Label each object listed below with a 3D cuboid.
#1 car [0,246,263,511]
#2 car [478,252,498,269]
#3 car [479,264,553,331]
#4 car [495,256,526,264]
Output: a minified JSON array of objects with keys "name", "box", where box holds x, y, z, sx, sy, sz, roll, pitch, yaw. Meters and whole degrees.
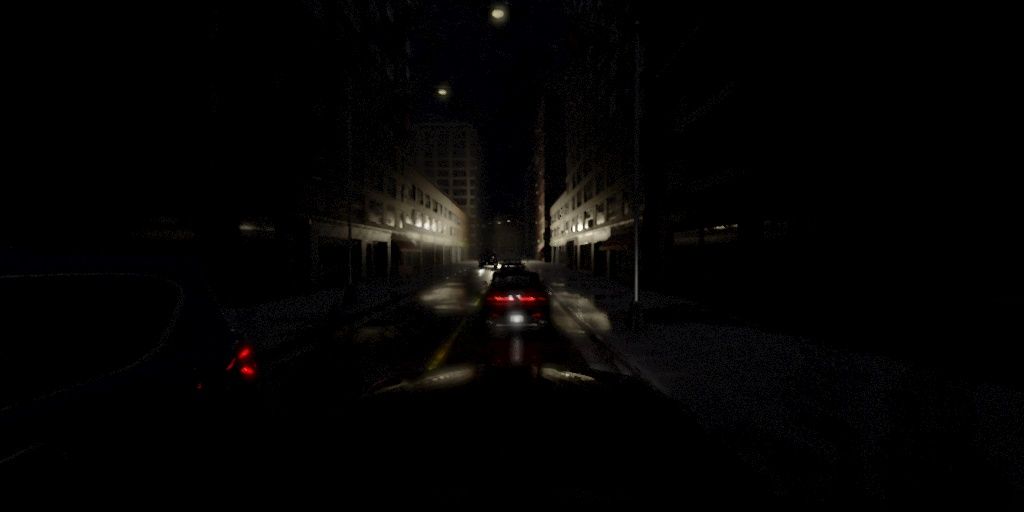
[{"name":"car","box":[-2.845,0.989,0.230,2.150,2.045,5.566,0,1,0]},{"name":"car","box":[-2.923,0.466,44.653,2.150,2.045,5.566,0,1,0]},{"name":"car","box":[0.088,1.148,10.546,1.837,1.490,4.892,0,1,-1]},{"name":"car","box":[0.044,0.924,28.327,2.128,1.511,4.902,0,1,0]}]
